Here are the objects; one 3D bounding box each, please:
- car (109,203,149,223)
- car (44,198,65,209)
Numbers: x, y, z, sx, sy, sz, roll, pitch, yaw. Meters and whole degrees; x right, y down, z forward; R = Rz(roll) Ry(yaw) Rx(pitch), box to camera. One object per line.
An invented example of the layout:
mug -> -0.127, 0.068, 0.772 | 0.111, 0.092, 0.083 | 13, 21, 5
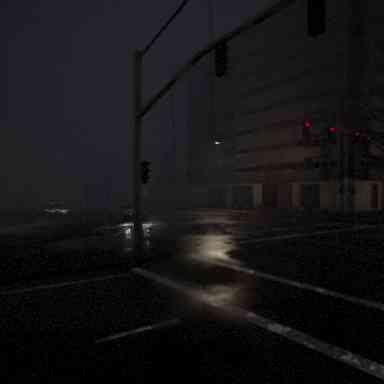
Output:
car -> -5.193, 1.599, 26.701 | 1.812, 1.442, 4.674 | 0, 0, -35
car -> -19.227, 1.533, 46.458 | 1.882, 1.535, 5.008 | 0, 0, -35
